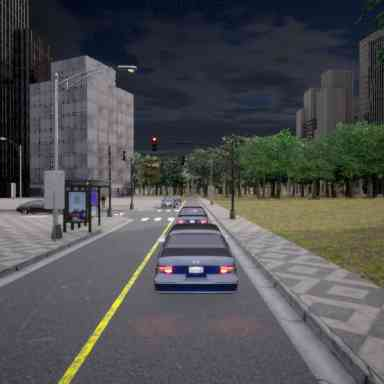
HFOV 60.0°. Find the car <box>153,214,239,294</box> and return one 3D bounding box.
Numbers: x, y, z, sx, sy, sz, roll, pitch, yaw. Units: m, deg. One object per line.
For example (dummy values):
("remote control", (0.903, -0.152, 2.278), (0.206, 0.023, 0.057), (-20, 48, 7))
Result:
("car", (0.080, 1.545, 8.918), (2.033, 1.411, 5.357), (0, 0, 0))

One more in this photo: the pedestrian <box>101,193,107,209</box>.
("pedestrian", (-10.141, 1.050, 38.105), (0.375, 1.860, 0.375), (0, 0, 1))

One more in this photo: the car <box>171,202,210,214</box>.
("car", (0.049, 1.538, 19.253), (2.033, 1.411, 5.357), (0, 0, 1))

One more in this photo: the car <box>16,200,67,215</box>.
("car", (-14.397, 1.477, 31.991), (4.674, 1.442, 1.812), (0, 1, 2))

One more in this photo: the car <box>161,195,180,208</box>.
("car", (-3.166, 1.445, 46.094), (2.128, 1.511, 4.902), (0, 0, 0))
